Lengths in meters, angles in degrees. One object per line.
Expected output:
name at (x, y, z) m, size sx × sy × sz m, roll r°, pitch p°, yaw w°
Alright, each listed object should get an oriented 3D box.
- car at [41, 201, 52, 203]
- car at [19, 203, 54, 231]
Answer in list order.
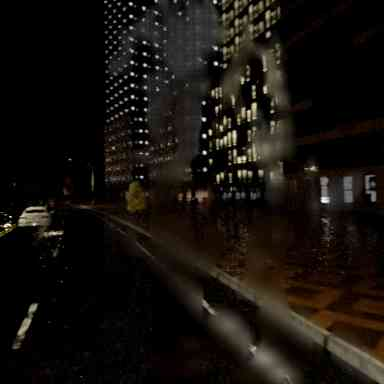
car at (-19.475, 1.852, 44.493) m, size 2.033 × 1.411 × 5.357 m, roll -1°, pitch 0°, yaw -25°
car at (-10.178, 1.693, 21.944) m, size 1.812 × 1.442 × 4.674 m, roll -1°, pitch 0°, yaw -20°
